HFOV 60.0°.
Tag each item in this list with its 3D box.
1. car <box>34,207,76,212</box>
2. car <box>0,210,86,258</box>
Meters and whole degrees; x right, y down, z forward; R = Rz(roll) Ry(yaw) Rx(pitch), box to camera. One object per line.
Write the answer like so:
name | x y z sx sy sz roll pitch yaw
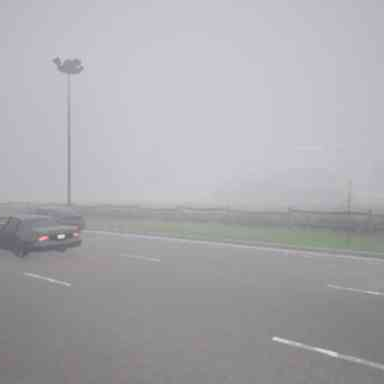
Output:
car | -7.853 1.580 18.189 4.892 1.490 1.837 0 0 35
car | -6.572 1.604 12.976 5.357 1.411 2.033 0 0 35
